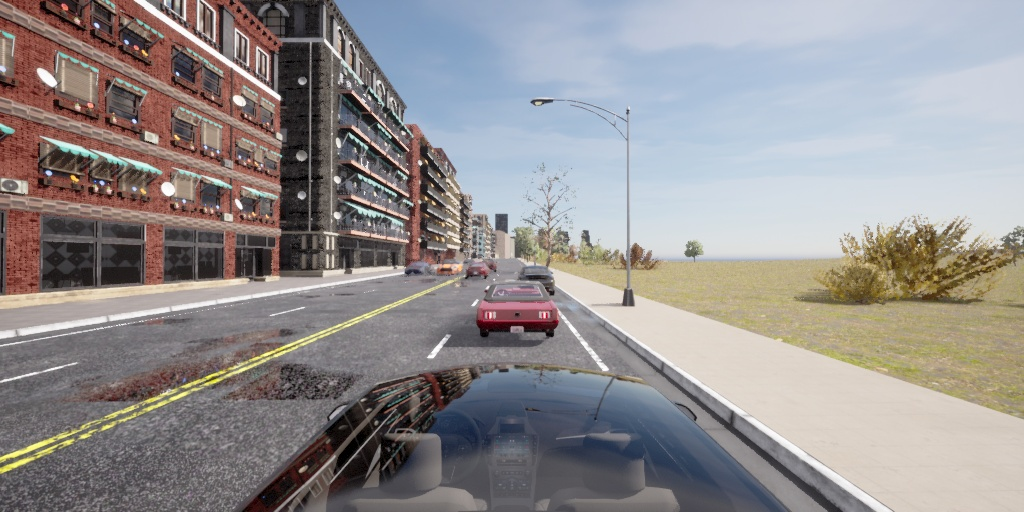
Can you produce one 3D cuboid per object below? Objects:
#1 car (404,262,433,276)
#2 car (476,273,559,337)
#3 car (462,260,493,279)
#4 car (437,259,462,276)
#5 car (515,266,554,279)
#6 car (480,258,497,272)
[{"bbox_3d":[-9.690,1.299,37.669,2.033,1.411,5.357,0,0,0],"label":"car"},{"bbox_3d":[0.136,1.352,10.224,1.895,1.301,4.718,0,0,0],"label":"car"},{"bbox_3d":[-3.015,1.279,32.187,1.812,1.442,4.674,0,-1,0],"label":"car"},{"bbox_3d":[-6.442,1.104,37.418,2.097,1.767,4.553,0,0,0],"label":"car"},{"bbox_3d":[1.215,1.257,19.424,1.837,1.490,4.892,0,0,0],"label":"car"},{"bbox_3d":[-2.949,1.103,45.470,2.097,1.767,4.553,0,0,-1],"label":"car"}]
